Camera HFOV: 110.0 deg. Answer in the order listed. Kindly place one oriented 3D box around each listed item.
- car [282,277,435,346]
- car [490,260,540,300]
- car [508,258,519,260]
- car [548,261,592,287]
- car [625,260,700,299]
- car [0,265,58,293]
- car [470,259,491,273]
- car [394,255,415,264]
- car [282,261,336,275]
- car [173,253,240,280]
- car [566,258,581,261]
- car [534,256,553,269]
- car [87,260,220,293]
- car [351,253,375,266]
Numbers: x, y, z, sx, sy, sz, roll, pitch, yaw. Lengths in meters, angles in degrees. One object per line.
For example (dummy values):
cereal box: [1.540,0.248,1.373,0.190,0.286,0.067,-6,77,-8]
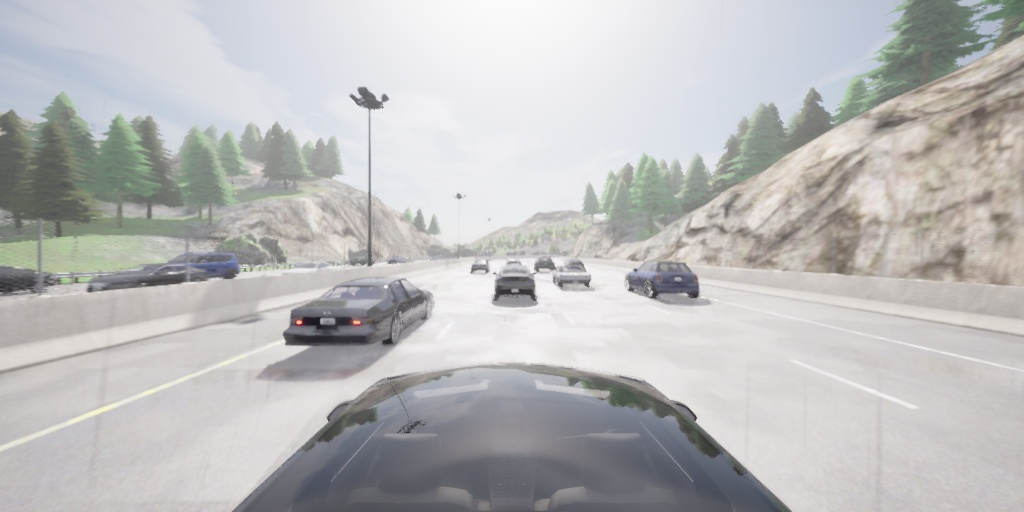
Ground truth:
car: [-3.405,1.243,9.165,2.033,1.411,5.357,0,0,0]
car: [0.128,1.148,17.042,1.837,1.490,4.892,0,1,0]
car: [0.195,0.945,44.019,2.128,1.511,4.902,0,1,0]
car: [3.646,1.205,22.744,1.895,1.301,4.718,0,0,0]
car: [7.134,0.994,17.519,2.097,1.767,4.553,0,0,0]
car: [-24.561,1.160,16.700,1.812,1.442,4.674,0,0,0]
car: [-3.326,1.039,38.376,2.033,1.411,5.357,0,0,0]
car: [-17.394,0.901,59.084,1.994,1.385,4.181,0,0,1]
car: [-14.035,1.105,25.134,1.812,1.442,4.674,0,0,0]
car: [-21.039,0.806,24.012,2.150,2.045,5.566,0,0,0]
car: [7.194,0.975,42.279,1.837,1.490,4.892,0,1,0]
car: [3.692,0.824,41.500,2.097,1.767,4.553,0,0,0]
car: [-17.558,1.122,17.638,2.128,1.511,4.902,0,0,0]
car: [-24.382,0.564,58.923,2.150,2.045,5.566,0,1,1]
